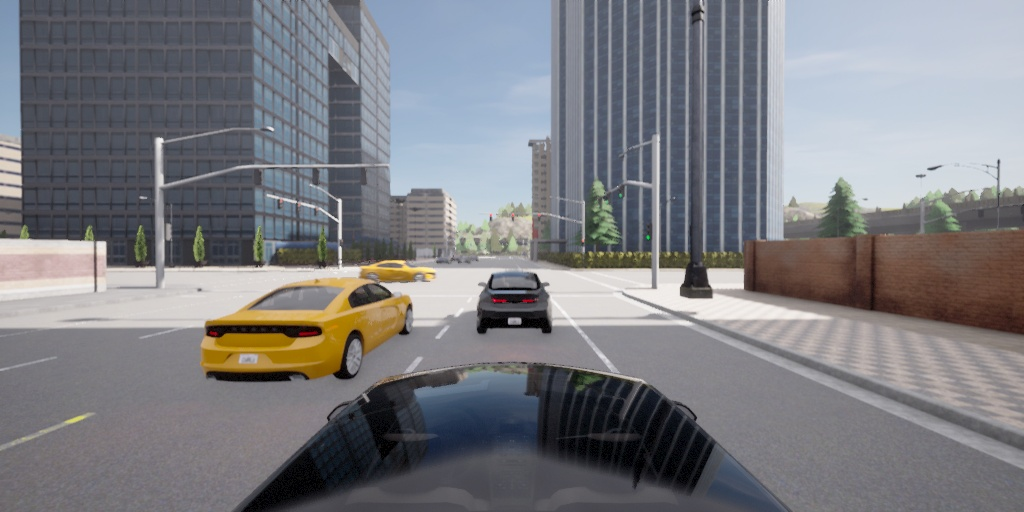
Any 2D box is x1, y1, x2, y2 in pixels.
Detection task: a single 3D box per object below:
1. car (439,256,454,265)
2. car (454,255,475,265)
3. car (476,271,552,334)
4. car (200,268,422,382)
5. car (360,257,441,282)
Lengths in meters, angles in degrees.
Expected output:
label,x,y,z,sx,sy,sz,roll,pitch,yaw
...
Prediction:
label,x,y,z,sx,sy,sz,roll,pitch,yaw
car,-11.553,0.740,60.497,1.994,1.385,4.181,0,1,-1
car,-8.059,0.664,60.848,2.128,1.511,4.902,0,1,-1
car,0.059,1.170,10.321,1.837,1.490,4.892,0,0,0
car,-3.443,1.174,7.180,1.882,1.535,5.008,0,1,0
car,-7.649,1.063,24.157,5.008,1.535,1.882,0,1,-1
